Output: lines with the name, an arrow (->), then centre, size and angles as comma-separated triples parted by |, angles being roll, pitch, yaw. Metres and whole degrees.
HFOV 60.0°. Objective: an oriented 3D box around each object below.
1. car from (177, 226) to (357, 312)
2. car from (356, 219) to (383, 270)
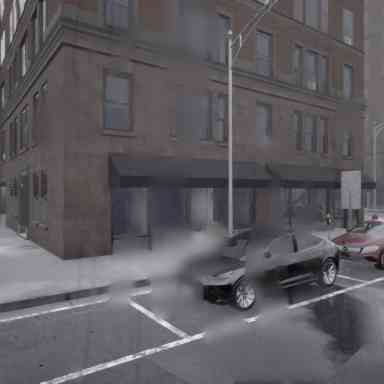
car -> 1.695, 1.566, 7.744 | 4.313, 1.339, 1.947 | 0, 0, -36
car -> 6.174, 1.582, 10.939 | 4.206, 1.307, 1.802 | 0, 0, -35
